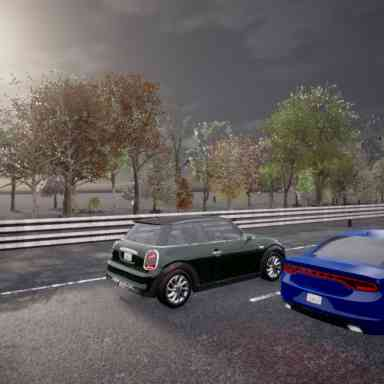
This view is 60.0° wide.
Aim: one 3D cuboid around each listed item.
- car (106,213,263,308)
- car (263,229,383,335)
[{"bbox_3d":[0.321,1.352,8.195,4.553,1.767,2.097,0,0,-39],"label":"car"},{"bbox_3d":[3.878,1.477,6.509,5.008,1.535,1.882,0,0,-35],"label":"car"}]
